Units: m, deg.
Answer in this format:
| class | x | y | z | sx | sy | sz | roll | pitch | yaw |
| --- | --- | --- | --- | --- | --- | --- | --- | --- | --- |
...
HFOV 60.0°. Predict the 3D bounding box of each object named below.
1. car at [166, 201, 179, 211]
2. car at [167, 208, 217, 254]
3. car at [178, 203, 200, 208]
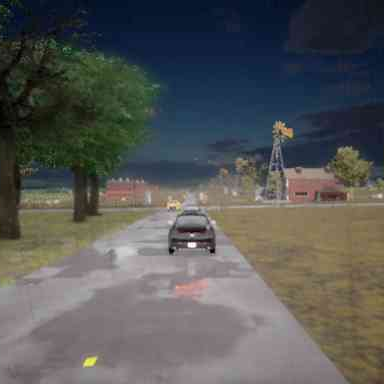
| class | x | y | z | sx | sy | sz | roll | pitch | yaw |
| --- | --- | --- | --- | --- | --- | --- | --- | --- | --- |
| car | -2.763 | 2.063 | 50.266 | 1.882 | 1.535 | 5.008 | 0 | -1 | 0 |
| car | 0.002 | 1.655 | 14.292 | 1.837 | 1.490 | 4.892 | 0 | 0 | 0 |
| car | 0.000 | 1.835 | 29.380 | 1.812 | 1.442 | 4.674 | 0 | -1 | 0 |
